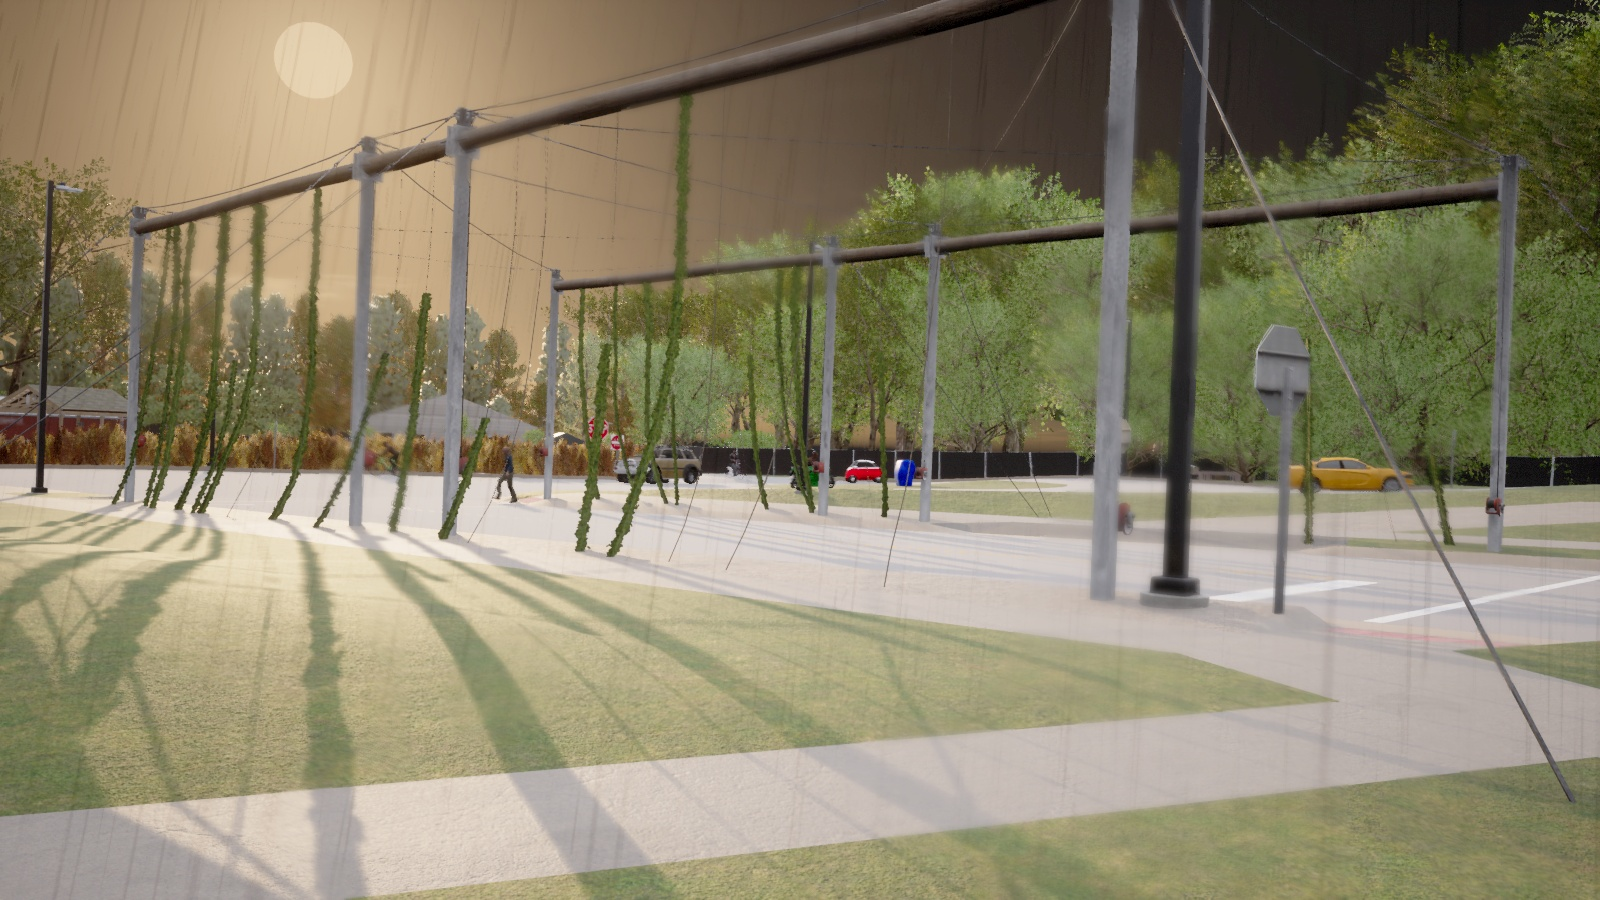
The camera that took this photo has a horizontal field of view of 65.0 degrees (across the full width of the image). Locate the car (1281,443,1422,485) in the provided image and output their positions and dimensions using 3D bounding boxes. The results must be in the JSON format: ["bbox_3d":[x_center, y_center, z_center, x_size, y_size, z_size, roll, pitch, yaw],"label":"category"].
[{"bbox_3d":[22.380,0.561,51.177,5.008,1.535,1.882,-2,0,15],"label":"car"}]

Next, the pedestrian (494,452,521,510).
[{"bbox_3d":[-9.406,0.980,40.359,0.726,1.842,0.402,1,0,-34],"label":"pedestrian"}]

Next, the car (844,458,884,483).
[{"bbox_3d":[3.751,1.186,73.657,2.207,1.376,1.481,-1,-1,-2],"label":"car"}]

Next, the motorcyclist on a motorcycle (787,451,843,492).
[{"bbox_3d":[0.579,0.828,48.751,2.044,1.523,0.797,-3,-2,32],"label":"motorcyclist on a motorcycle"}]

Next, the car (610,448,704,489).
[{"bbox_3d":[-6.788,0.855,60.203,1.932,1.855,4.605,0,0,34],"label":"car"}]
